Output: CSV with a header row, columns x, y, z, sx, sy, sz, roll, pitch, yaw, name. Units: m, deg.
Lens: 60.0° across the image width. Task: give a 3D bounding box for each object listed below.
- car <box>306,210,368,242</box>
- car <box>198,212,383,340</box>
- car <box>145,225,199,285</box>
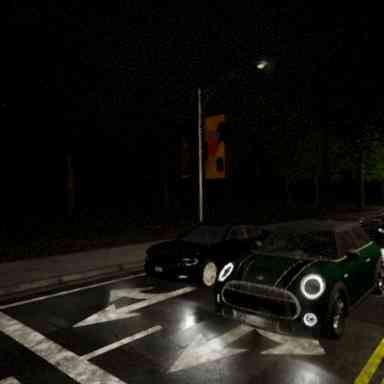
x,y,z,sx,sy,sz,roll,pitch,yaw,name
8.176,1.799,18.542,1.994,1.385,4.181,-1,-1,41,car
2.446,1.447,6.948,2.097,1.767,4.553,-1,-1,41,car
0.814,1.631,10.024,1.882,1.535,5.008,-1,-1,41,car
